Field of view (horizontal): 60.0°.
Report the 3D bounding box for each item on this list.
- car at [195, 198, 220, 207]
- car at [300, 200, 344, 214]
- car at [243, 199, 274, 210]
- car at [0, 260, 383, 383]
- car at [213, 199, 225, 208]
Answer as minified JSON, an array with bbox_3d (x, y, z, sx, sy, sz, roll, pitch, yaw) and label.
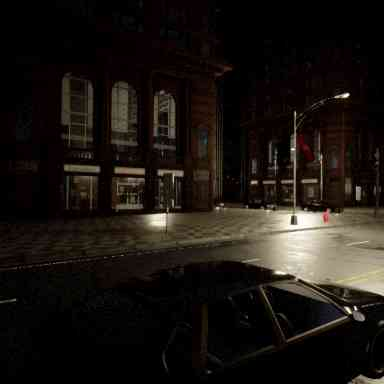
[{"bbox_3d":[2.752,1.804,59.728,1.882,1.535,5.008,1,-2,-35],"label":"car"},{"bbox_3d":[14.594,1.679,37.507,1.837,1.490,4.892,1,-1,-35],"label":"car"},{"bbox_3d":[9.105,1.722,45.245,1.837,1.490,4.892,1,-1,-35],"label":"car"},{"bbox_3d":[0.423,1.548,3.744,5.357,1.411,2.033,0,0,-36],"label":"car"},{"bbox_3d":[3.349,1.789,53.358,1.812,1.442,4.674,1,-1,-35],"label":"car"}]
